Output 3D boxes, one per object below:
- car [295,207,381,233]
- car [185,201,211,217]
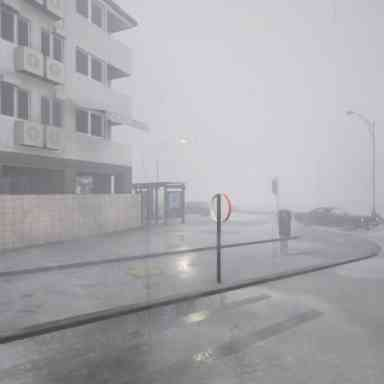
[{"bbox_3d":[8.682,1.601,20.120,1.895,1.301,4.718,0,0,-31],"label":"car"},{"bbox_3d":[0.940,1.547,31.263,2.033,1.411,5.357,0,0,-35],"label":"car"}]
